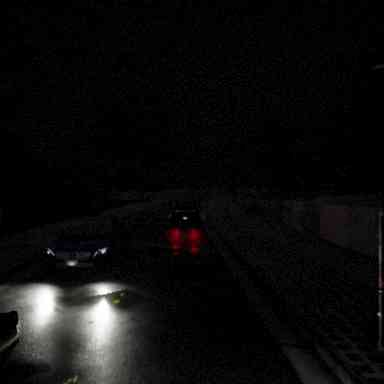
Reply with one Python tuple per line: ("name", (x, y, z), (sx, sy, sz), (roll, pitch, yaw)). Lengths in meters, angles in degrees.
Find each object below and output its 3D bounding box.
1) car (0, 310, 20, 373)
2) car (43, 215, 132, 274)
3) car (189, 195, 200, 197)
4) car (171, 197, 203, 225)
("car", (-2.922, 1.607, 1.651), (1.895, 1.301, 4.718), (0, 0, 0))
("car", (-3.100, 1.522, 10.751), (1.812, 1.442, 4.674), (0, 0, -1))
("car", (0.323, 1.131, 43.332), (2.033, 1.411, 5.357), (0, 1, 4))
("car", (-0.434, 1.399, 23.349), (2.128, 1.511, 4.902), (0, 1, 0))
